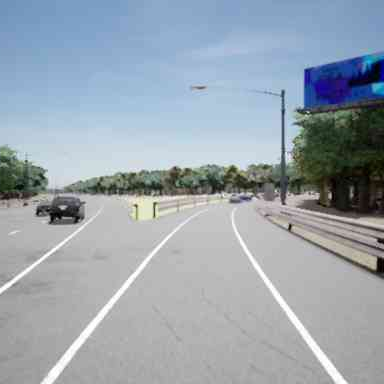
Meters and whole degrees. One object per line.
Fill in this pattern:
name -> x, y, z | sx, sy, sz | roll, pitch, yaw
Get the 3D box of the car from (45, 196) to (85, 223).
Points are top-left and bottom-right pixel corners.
car -> -10.145, 1.345, 27.318 | 2.150, 2.045, 5.566 | 0, 0, -12

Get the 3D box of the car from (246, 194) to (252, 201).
car -> 11.644, 1.174, 72.550 | 1.882, 1.535, 5.008 | 0, 1, 24

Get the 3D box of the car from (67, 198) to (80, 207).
car -> -21.684, 1.919, 61.072 | 1.812, 1.442, 4.674 | 0, 0, -15

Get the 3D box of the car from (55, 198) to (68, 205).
car -> -28.419, 2.042, 72.307 | 2.128, 1.511, 4.902 | 0, -1, -16

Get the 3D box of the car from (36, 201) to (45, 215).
car -> -15.625, 1.700, 36.266 | 1.837, 1.490, 4.892 | 0, 0, -13

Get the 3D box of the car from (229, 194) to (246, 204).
car -> 8.186, 1.420, 62.549 | 2.033, 1.411, 5.357 | 0, 0, 18

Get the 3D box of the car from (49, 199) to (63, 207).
car -> -25.662, 2.021, 62.725 | 1.895, 1.301, 4.718 | 0, -1, -15
